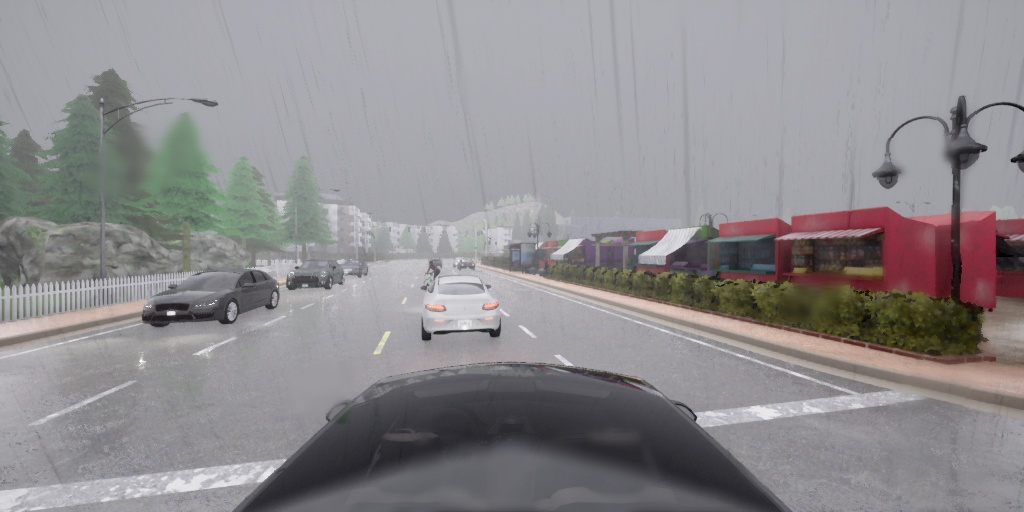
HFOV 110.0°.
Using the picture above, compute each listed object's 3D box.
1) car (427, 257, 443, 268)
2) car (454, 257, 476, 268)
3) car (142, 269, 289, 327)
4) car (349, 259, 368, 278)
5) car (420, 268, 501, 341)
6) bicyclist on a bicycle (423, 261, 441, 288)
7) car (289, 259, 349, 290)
[{"bbox_3d":[-10.858,0.897,50.796,1.837,1.490,4.892,0,0,-13],"label":"car"},{"bbox_3d":[-5.625,1.046,43.736,1.895,1.301,4.718,0,0,-13],"label":"car"},{"bbox_3d":[-9.188,1.190,11.461,1.837,1.490,4.892,0,0,-13],"label":"car"},{"bbox_3d":[-13.591,1.033,30.683,2.128,1.511,4.902,0,0,-13],"label":"car"},{"bbox_3d":[-1.476,1.225,9.748,1.812,1.442,4.674,0,0,-12],"label":"car"},{"bbox_3d":[-4.310,1.078,19.597,0.582,1.620,1.656,0,1,25],"label":"bicyclist on a bicycle"},{"bbox_3d":[-11.392,0.965,21.061,2.097,1.767,4.553,0,0,-13],"label":"car"}]
